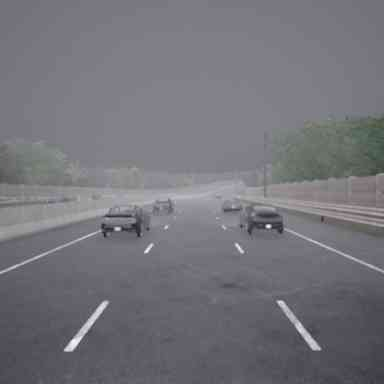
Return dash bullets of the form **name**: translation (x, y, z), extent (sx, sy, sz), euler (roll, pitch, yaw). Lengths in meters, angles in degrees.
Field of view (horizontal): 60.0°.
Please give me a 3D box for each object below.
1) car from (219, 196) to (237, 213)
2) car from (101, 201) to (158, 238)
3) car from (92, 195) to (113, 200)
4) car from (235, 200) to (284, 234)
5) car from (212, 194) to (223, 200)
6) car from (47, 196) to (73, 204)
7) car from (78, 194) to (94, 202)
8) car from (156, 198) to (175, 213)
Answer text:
- **car**: translation (4.164, 1.418, 34.897), extent (1.994, 1.385, 4.181), euler (0, 0, 2)
- **car**: translation (-3.249, 1.404, 17.112), extent (2.128, 1.511, 4.902), euler (0, 0, 1)
- **car**: translation (-12.960, 1.404, 50.216), extent (1.895, 1.301, 4.718), euler (0, 0, 3)
- **car**: translation (3.778, 1.415, 18.646), extent (1.837, 1.490, 4.892), euler (0, 0, 1)
- **car**: translation (7.037, 1.420, 89.969), extent (1.837, 1.490, 4.892), euler (0, 0, 4)
- **car**: translation (-19.949, 1.339, 50.488), extent (2.033, 1.411, 5.357), euler (0, 0, 3)
- **car**: translation (-16.345, 1.148, 52.576), extent (2.097, 1.767, 4.553), euler (0, 0, 3)
- **car**: translation (-2.857, 1.339, 34.284), extent (2.128, 1.511, 4.902), euler (0, 0, 2)
